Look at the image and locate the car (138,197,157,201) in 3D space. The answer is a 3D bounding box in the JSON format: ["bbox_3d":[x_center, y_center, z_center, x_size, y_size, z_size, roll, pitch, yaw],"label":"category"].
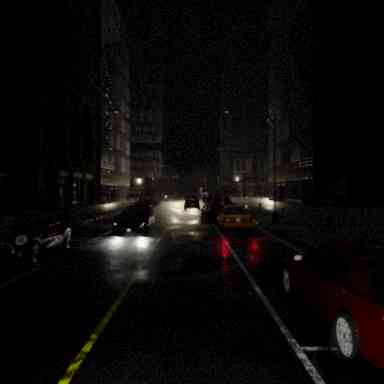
[{"bbox_3d":[-5.686,1.422,39.582,1.887,1.381,4.507,0,0,0],"label":"car"}]

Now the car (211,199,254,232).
[{"bbox_3d":[2.344,1.397,19.408,1.801,1.575,5.366,0,0,0],"label":"car"}]

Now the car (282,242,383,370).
[{"bbox_3d":[2.850,1.527,5.695,1.887,1.381,4.507,0,0,0],"label":"car"}]

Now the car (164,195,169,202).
[{"bbox_3d":[-5.694,1.330,67.827,1.947,1.339,4.313,0,0,0],"label":"car"}]

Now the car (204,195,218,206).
[{"bbox_3d":[2.835,1.276,50.883,1.967,1.590,4.097,0,0,0],"label":"car"}]

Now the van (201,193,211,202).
[{"bbox_3d":[2.830,1.105,67.830,1.690,1.788,3.998,0,0,0],"label":"van"}]

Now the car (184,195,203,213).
[{"bbox_3d":[0.018,1.437,40.692,1.994,1.385,4.181,0,0,0],"label":"car"}]

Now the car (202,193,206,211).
[{"bbox_3d":[2.836,1.172,45.234,2.192,1.841,5.009,0,0,0],"label":"car"}]

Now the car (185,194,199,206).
[{"bbox_3d":[-0.017,1.180,52.888,2.097,1.767,4.553,0,0,0],"label":"car"}]

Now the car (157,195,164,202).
[{"bbox_3d":[-5.689,1.418,50.880,1.802,1.307,4.206,0,0,0],"label":"car"}]

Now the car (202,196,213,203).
[{"bbox_3d":[2.833,1.372,62.182,1.802,1.307,4.206,0,0,0],"label":"car"}]

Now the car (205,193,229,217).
[{"bbox_3d":[2.840,1.211,33.937,2.192,1.841,5.009,0,0,0],"label":"car"}]

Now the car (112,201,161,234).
[{"bbox_3d":[-3.107,1.489,19.013,2.033,1.411,5.357,0,0,0],"label":"car"}]

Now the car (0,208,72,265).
[{"bbox_3d":[-5.678,1.405,11.337,1.967,1.590,4.097,0,0,0],"label":"car"}]
